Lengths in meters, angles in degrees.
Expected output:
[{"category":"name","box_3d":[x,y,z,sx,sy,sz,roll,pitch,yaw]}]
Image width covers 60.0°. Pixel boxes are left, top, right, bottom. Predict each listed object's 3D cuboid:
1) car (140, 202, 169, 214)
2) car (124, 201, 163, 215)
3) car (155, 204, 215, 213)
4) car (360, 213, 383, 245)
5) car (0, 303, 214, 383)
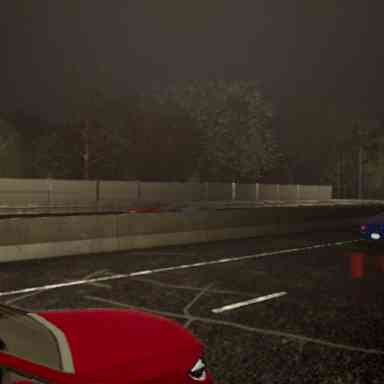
[{"category":"car","box_3d":[-1.306,1.632,24.543,4.181,1.385,1.994,0,0,-35]},{"category":"car","box_3d":[-3.156,1.547,27.524,5.008,1.535,1.882,0,0,-35]},{"category":"car","box_3d":[0.137,1.627,21.276,4.181,1.385,1.994,0,0,-35]},{"category":"car","box_3d":[9.193,1.608,14.596,4.674,1.442,1.812,0,0,-35]},{"category":"car","box_3d":[-1.970,1.524,2.341,4.674,1.442,1.812,0,0,-35]}]
